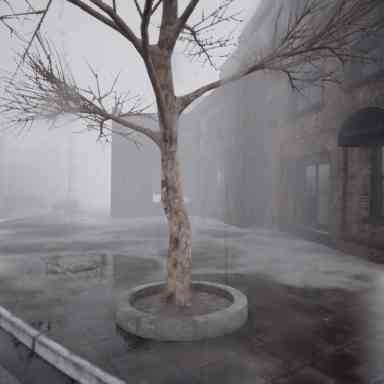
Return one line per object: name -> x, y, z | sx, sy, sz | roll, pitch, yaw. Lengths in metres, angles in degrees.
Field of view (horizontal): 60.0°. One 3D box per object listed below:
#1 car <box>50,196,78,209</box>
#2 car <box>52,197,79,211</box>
car -> -19.589, 1.558, 51.255 | 2.097, 1.767, 4.553 | 1, 0, 8
car -> -16.914, 1.735, 44.386 | 1.812, 1.442, 4.674 | 1, 0, 8
